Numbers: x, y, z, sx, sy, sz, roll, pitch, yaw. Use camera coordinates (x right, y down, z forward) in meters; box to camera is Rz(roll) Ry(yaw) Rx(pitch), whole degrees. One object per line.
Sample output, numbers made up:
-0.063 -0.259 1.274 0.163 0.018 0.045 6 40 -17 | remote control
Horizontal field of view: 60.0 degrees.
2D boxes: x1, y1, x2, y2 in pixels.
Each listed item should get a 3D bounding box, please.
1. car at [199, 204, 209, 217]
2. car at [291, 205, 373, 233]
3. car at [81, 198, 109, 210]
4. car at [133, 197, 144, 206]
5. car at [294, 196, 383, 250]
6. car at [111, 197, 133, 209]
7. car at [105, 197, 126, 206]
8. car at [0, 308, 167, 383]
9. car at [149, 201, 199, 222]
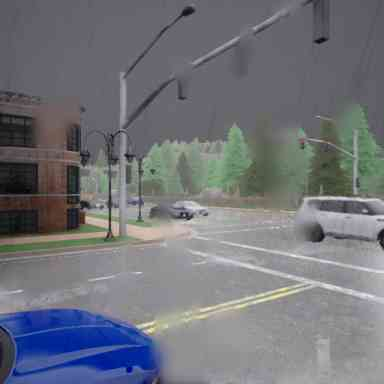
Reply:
-0.349 1.525 30.597 1.812 1.442 4.674 0 0 -35 | car
8.427 1.564 20.201 4.181 1.385 1.994 0 0 39 | car
-12.741 1.493 42.363 2.128 1.511 4.902 0 0 -35 | car
-9.813 1.525 56.679 1.812 1.442 4.674 0 0 -35 | car
7.027 1.220 13.948 2.150 2.045 5.566 0 0 -35 | car
-10.235 1.561 44.897 1.837 1.490 4.892 0 0 -35 | car
-12.611 1.564 54.573 1.994 1.385 4.181 0 0 -35 | car
-2.486 1.478 1.968 5.008 1.535 1.882 0 0 -36 | car
-1.705 1.563 26.436 1.994 1.385 4.181 0 0 -35 | car
